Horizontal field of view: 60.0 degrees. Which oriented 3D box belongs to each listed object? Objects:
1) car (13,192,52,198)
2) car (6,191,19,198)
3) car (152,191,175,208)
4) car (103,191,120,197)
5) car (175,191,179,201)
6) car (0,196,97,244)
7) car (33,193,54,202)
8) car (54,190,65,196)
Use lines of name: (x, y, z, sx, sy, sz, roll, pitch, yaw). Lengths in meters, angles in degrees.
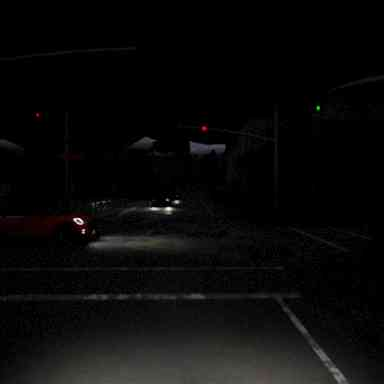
car: (-18.916, 1.040, 39.844, 2.007, 1.523, 4.514, 0, 1, 0)
car: (-25.883, 0.727, 49.834, 1.932, 1.855, 4.605, 0, 1, 0)
car: (-3.580, 0.901, 39.978, 2.097, 1.767, 4.553, 0, 1, 0)
car: (-22.157, 0.639, 91.714, 4.611, 1.667, 2.242, 0, 1, 0)
car: (-3.493, 0.659, 61.286, 2.097, 1.767, 4.553, 0, 1, 0)
car: (-6.675, 1.271, 14.839, 4.553, 1.767, 2.097, -2, 1, 0)
car: (-25.943, 0.895, 58.316, 1.970, 1.475, 3.806, 0, 1, 0)
car: (-22.617, 0.618, 57.710, 1.905, 1.878, 3.866, 0, 1, 0)
